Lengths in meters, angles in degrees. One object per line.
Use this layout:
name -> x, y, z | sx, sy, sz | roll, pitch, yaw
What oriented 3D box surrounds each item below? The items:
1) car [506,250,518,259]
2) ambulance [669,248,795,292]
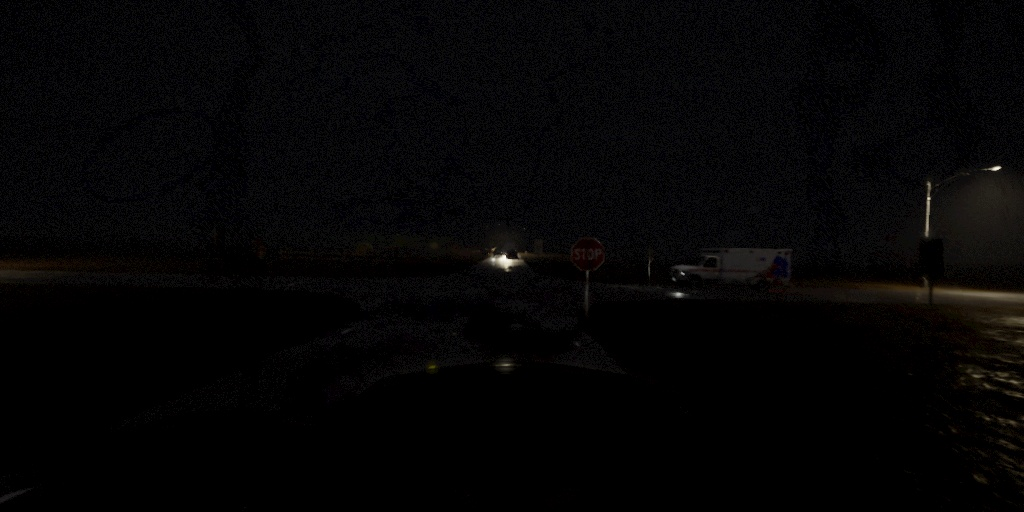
car -> 0.013, -0.348, 64.789 | 2.097, 1.767, 4.553 | 0, 2, 0
ambulance -> 12.777, 0.761, 21.185 | 6.366, 2.431, 2.351 | 1, 1, 0
